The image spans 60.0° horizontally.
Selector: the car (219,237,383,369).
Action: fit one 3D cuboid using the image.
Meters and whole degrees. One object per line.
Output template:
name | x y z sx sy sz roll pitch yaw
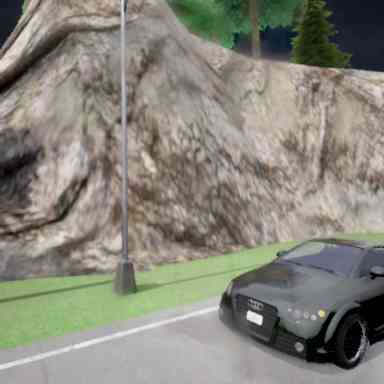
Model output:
car | 2.490 1.523 5.694 4.181 1.385 1.994 -1 0 -35
